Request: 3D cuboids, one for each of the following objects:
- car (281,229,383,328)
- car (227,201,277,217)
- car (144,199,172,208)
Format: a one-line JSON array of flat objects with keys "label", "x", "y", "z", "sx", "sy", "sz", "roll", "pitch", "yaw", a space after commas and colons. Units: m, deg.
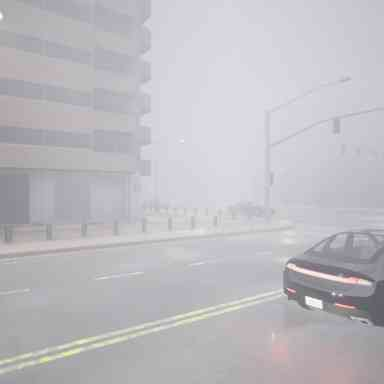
[{"label": "car", "x": 3.876, "y": 1.492, "z": 6.511, "sx": 4.902, "sy": 1.511, "sz": 2.128, "roll": 0, "pitch": 0, "yaw": -35}, {"label": "car", "x": 5.494, "y": 1.545, "z": 30.774, "sx": 1.895, "sy": 1.301, "sz": 4.718, "roll": 0, "pitch": 0, "yaw": -35}, {"label": "car", "x": -4.647, "y": 1.545, "z": 45.298, "sx": 1.895, "sy": 1.301, "sz": 4.718, "roll": 0, "pitch": 0, "yaw": -35}]
